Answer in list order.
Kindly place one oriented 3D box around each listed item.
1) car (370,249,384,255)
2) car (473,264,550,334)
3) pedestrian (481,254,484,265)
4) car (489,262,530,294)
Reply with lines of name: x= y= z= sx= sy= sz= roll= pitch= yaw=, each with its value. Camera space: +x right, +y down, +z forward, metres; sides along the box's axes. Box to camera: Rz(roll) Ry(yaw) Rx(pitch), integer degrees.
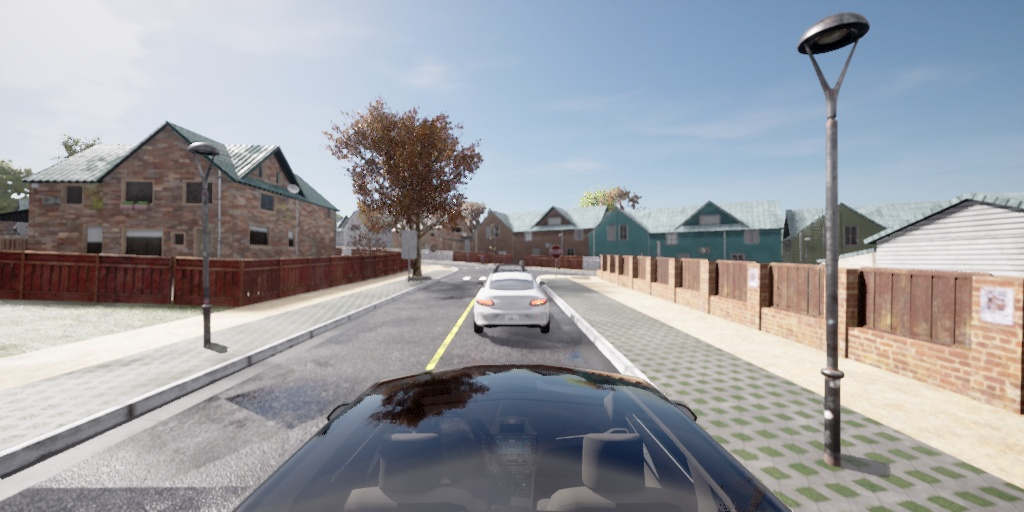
car: x=-16.296 y=-0.095 z=44.940 sx=5.008 sy=1.535 sz=1.882 roll=3 pitch=1 yaw=32
car: x=-0.014 y=1.136 z=10.012 sx=1.812 sy=1.442 sz=4.674 roll=0 pitch=1 yaw=0
pedestrian: x=-3.620 y=0.385 z=44.068 sx=0.375 sy=1.300 sz=0.375 roll=0 pitch=-4 yaw=31
car: x=-0.076 y=1.059 z=18.981 sx=1.895 sy=1.301 sz=4.718 roll=0 pitch=1 yaw=1
